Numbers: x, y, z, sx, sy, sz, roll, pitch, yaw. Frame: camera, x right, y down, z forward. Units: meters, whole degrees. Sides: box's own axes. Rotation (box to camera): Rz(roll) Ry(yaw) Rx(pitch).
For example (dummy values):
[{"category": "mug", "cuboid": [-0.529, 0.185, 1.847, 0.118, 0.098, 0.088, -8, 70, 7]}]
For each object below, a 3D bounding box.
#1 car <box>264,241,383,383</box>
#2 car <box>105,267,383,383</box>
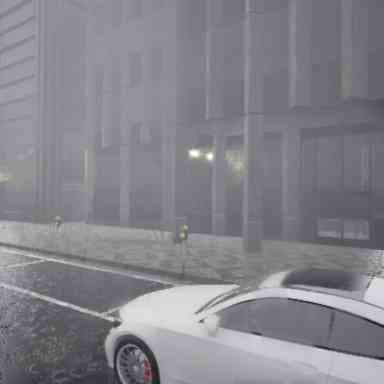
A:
[{"category": "car", "cuboid": [3.403, 1.599, 4.191, 4.507, 1.381, 1.887, 0, 0, 34]}, {"category": "car", "cuboid": [1.145, 1.562, 3.486, 4.674, 1.442, 1.812, 0, -1, 34]}]
